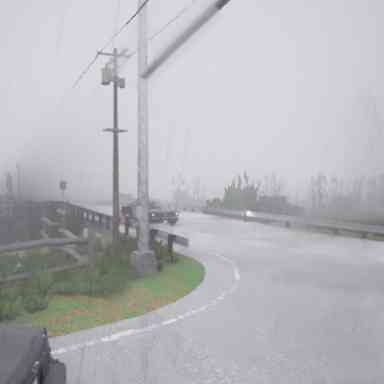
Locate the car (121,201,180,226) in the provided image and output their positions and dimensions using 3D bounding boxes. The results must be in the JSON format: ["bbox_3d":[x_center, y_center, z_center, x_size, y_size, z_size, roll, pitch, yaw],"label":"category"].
[{"bbox_3d":[-2.622,1.216,20.175,1.895,1.301,4.718,0,3,-32],"label":"car"}]

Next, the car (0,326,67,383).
[{"bbox_3d":[-3.669,1.558,2.019,5.357,1.411,2.033,0,0,-11],"label":"car"}]
